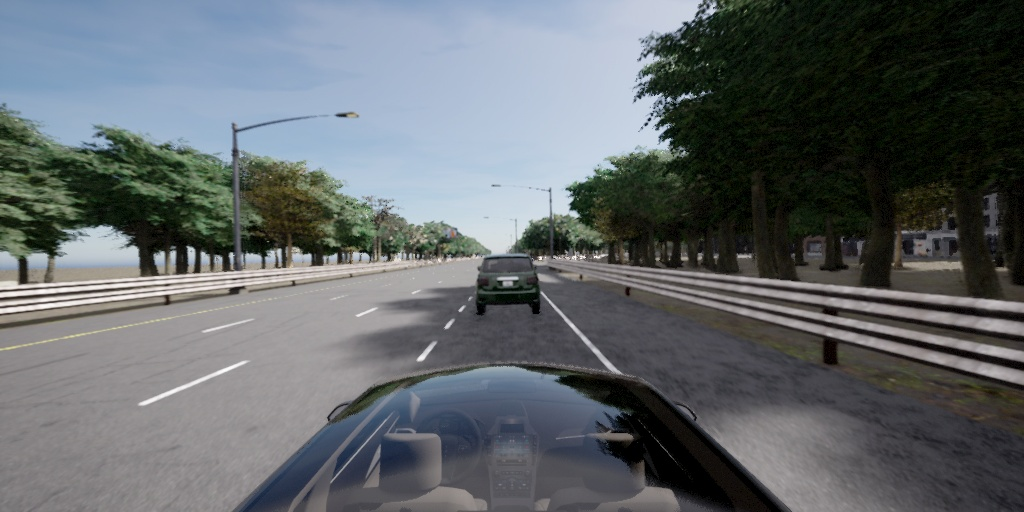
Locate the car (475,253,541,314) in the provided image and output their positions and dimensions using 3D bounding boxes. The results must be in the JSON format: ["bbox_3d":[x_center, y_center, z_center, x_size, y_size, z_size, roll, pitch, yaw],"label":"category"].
[{"bbox_3d":[-0.168,0.937,13.768,2.150,2.045,5.566,-1,0,-1],"label":"car"}]
